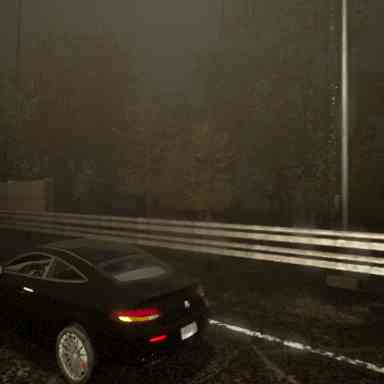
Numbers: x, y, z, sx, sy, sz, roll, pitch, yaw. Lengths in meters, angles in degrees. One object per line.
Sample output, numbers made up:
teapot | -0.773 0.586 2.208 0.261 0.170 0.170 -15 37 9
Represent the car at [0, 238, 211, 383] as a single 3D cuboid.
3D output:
car | -1.907 1.491 5.321 4.674 1.442 1.812 0 0 35
